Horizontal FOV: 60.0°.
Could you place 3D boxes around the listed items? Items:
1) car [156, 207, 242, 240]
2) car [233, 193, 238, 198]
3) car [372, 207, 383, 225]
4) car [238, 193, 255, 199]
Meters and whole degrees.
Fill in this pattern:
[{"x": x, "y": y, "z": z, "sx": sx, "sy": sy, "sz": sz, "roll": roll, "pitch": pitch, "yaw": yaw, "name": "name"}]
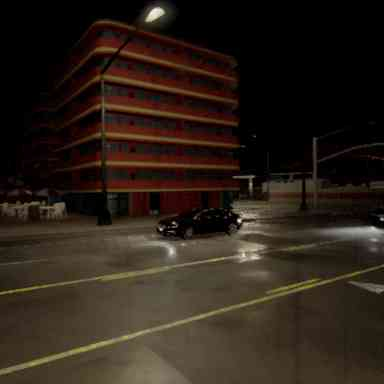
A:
[{"x": 0.474, "y": 1.552, "z": 17.360, "sx": 4.892, "sy": 1.490, "sz": 1.837, "roll": 0, "pitch": 0, "yaw": -36, "name": "car"}, {"x": 11.056, "y": 0.932, "z": 92.990, "sx": 4.611, "sy": 1.667, "sz": 2.242, "roll": -1, "pitch": 1, "yaw": -36, "name": "car"}, {"x": 14.356, "y": 1.499, "z": 23.084, "sx": 4.902, "sy": 1.511, "sz": 2.128, "roll": 0, "pitch": 0, "yaw": -36, "name": "car"}, {"x": 15.082, "y": 1.065, "z": 88.821, "sx": 3.806, "sy": 1.475, "sz": 1.970, "roll": -1, "pitch": 1, "yaw": -36, "name": "car"}]
